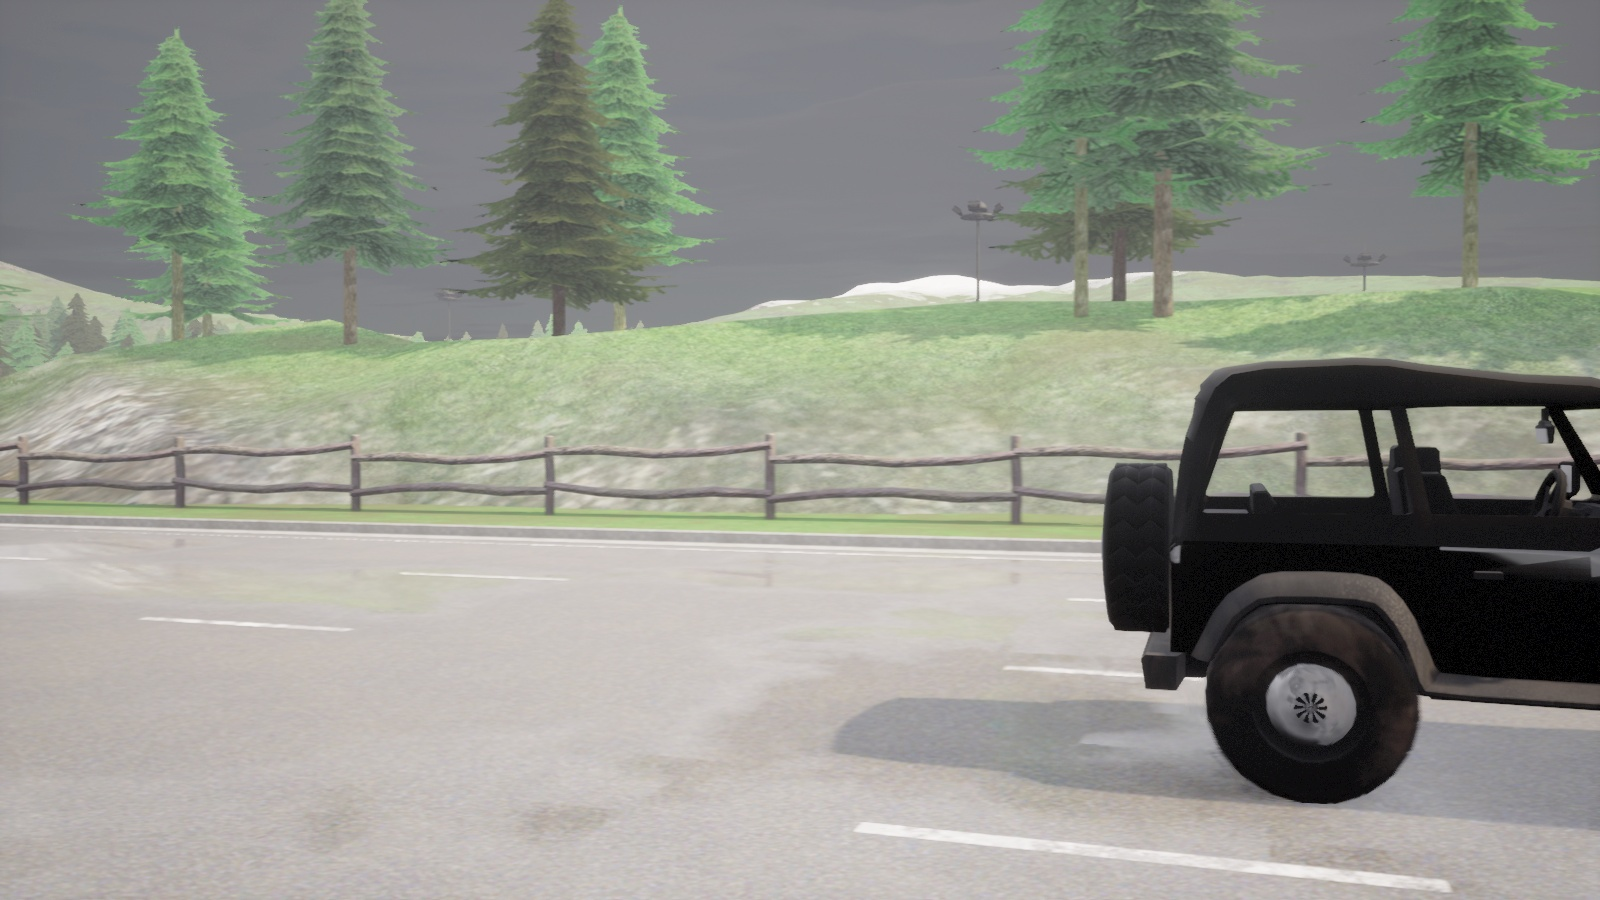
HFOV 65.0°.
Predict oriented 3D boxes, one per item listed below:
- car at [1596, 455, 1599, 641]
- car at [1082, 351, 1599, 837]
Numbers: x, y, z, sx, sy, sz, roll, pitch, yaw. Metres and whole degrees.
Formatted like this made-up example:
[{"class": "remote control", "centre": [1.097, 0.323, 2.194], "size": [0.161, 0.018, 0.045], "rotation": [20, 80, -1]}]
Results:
[{"class": "car", "centre": [8.318, 0.781, 7.793], "size": [5.357, 1.411, 2.033], "rotation": [1, 1, 19]}, {"class": "car", "centre": [3.370, 0.543, 5.750], "size": [3.866, 1.878, 1.905], "rotation": [1, 1, 19]}]
